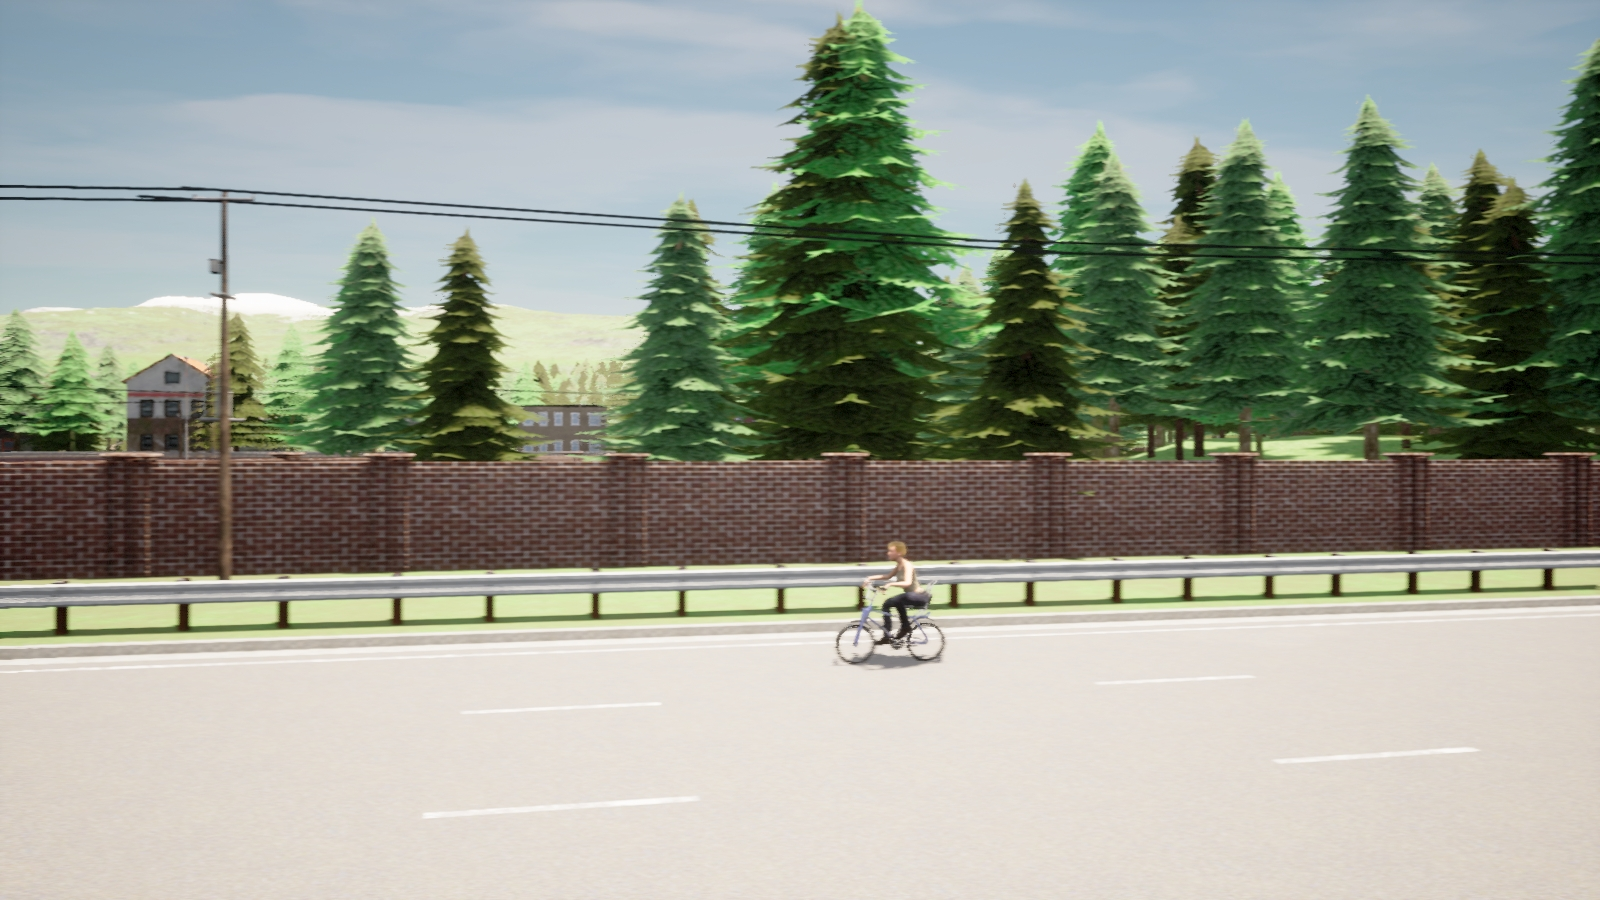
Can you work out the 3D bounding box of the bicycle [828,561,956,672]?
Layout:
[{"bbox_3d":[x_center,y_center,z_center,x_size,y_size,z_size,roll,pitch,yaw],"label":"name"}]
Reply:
[{"bbox_3d":[1.194,2.151,14.958,1.487,1.276,0.859,0,0,-12],"label":"bicycle"}]
